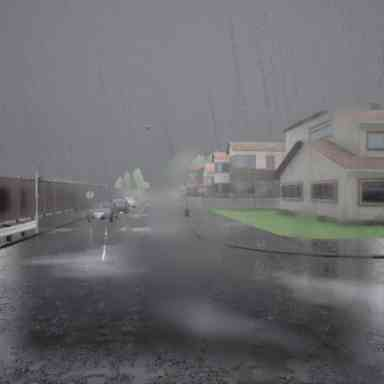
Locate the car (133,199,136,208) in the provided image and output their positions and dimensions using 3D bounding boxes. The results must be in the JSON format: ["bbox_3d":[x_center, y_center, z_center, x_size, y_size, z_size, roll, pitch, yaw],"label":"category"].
[{"bbox_3d":[-8.911,1.512,46.749,1.812,1.442,4.674,0,0,-6],"label":"car"}]

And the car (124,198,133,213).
[{"bbox_3d":[-7.869,1.494,36.086,1.837,1.490,4.892,0,0,-5],"label":"car"}]

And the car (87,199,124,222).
[{"bbox_3d":[-6.883,1.484,26.033,2.128,1.511,4.902,0,0,-5],"label":"car"}]
